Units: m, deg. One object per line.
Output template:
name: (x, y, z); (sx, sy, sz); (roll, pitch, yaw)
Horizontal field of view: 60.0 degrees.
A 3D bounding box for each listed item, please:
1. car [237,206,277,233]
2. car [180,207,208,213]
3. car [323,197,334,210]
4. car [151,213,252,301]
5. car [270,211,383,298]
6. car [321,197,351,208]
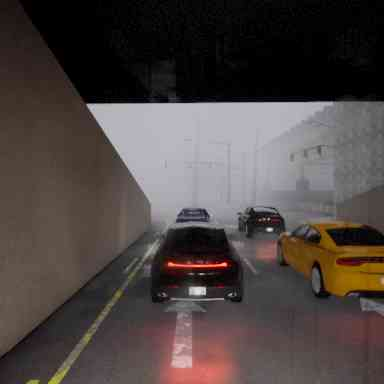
car: (3.631, 1.502, 17.934); (1.837, 1.490, 4.892); (0, 0, 0)
car: (0.102, 1.545, 18.050); (2.033, 1.411, 5.357); (0, 0, 3)
car: (17.616, 1.446, 40.596); (4.974, 1.542, 2.038); (0, 0, -45)
car: (0.106, 1.504, 8.304); (1.837, 1.490, 4.892); (0, 0, 0)
car: (3.599, 1.476, 8.559); (1.882, 1.535, 5.008); (0, 0, 0)
car: (17.653, 1.289, 40.633); (4.536, 1.218, 1.853); (0, 0, -45)
